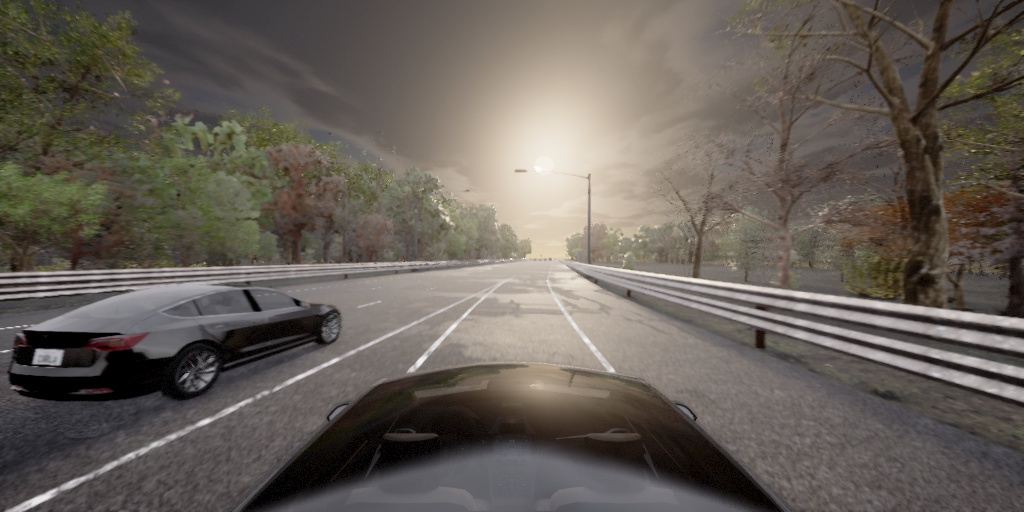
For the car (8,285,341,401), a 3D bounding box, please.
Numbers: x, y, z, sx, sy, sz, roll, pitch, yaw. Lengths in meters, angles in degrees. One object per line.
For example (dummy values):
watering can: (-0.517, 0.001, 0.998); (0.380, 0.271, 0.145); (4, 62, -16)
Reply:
car: (-5.163, 1.237, 6.524); (2.163, 1.488, 4.792); (0, 0, 7)
